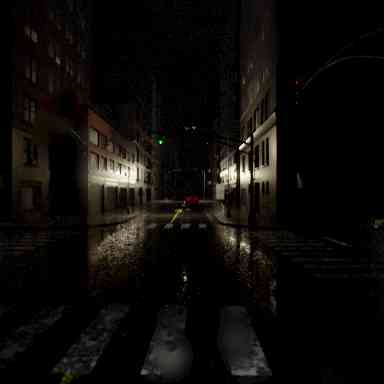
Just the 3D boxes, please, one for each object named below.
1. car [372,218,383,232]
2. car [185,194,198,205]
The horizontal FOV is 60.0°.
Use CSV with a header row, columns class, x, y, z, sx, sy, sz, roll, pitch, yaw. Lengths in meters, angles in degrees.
class,x,y,z,sx,sy,sz,roll,pitch,yaw
car,12.383,1.554,17.986,4.829,1.417,1.752,0,0,0
car,-0.034,1.317,60.395,2.150,2.045,5.566,0,0,0
